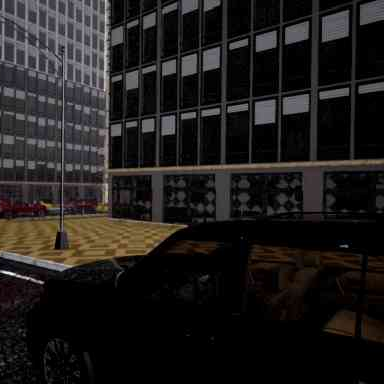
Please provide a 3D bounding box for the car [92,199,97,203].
[{"bbox_3d":[-9.269,1.829,40.230,1.752,1.417,4.829,1,0,37],"label":"car"}]

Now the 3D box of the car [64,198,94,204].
[{"bbox_3d":[-14.423,1.556,42.979,2.097,1.767,4.553,1,0,37],"label":"car"}]

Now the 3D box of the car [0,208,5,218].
[{"bbox_3d":[-7.263,1.348,8.895,4.553,1.767,2.097,0,0,36],"label":"car"}]

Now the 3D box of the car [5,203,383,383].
[{"bbox_3d":[0.717,1.221,3.172,5.566,2.045,2.150,0,0,36],"label":"car"}]

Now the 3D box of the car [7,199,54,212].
[{"bbox_3d":[-19.563,1.642,40.428,1.752,1.417,4.829,1,0,37],"label":"car"}]

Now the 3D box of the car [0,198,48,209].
[{"bbox_3d":[-16.097,1.519,31.041,2.192,1.841,5.009,1,0,37],"label":"car"}]
